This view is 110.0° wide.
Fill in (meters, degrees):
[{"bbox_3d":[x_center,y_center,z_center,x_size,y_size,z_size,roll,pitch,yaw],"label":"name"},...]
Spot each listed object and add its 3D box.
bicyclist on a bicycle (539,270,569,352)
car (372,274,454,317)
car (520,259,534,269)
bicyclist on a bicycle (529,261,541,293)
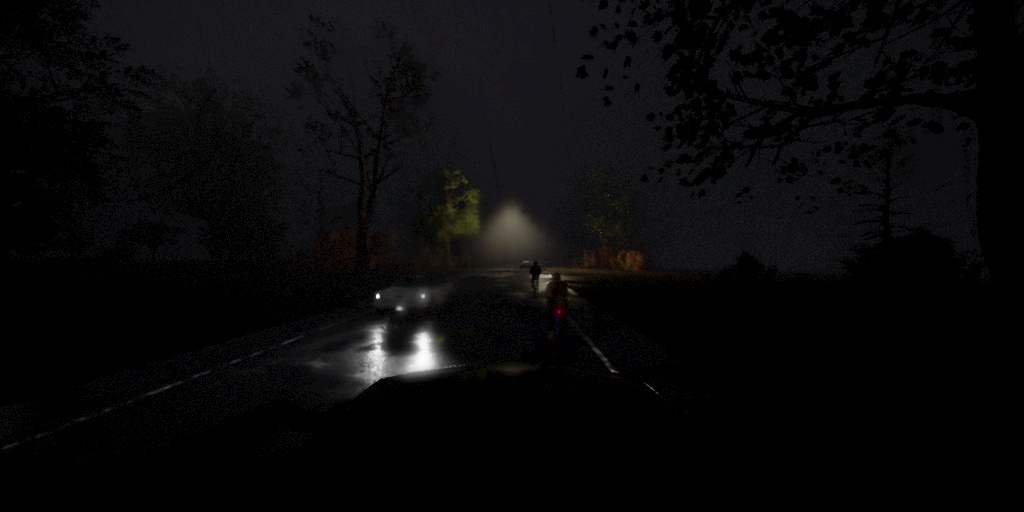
[{"bbox_3d":[1.016,1.202,7.964,0.582,1.620,1.656,0,0,1],"label":"bicyclist on a bicycle"},{"bbox_3d":[-3.473,1.348,13.428,1.895,1.301,4.718,0,0,1],"label":"car"},{"bbox_3d":[2.354,1.411,59.286,1.994,1.385,4.181,0,0,3],"label":"car"},{"bbox_3d":[1.185,1.121,18.093,0.659,1.776,1.843,0,0,1],"label":"bicyclist on a bicycle"}]
